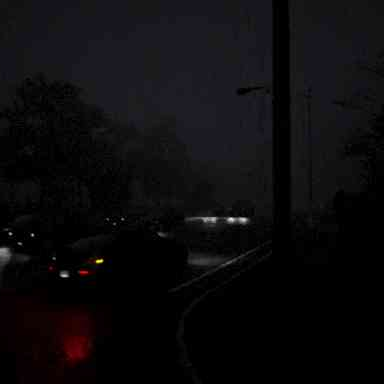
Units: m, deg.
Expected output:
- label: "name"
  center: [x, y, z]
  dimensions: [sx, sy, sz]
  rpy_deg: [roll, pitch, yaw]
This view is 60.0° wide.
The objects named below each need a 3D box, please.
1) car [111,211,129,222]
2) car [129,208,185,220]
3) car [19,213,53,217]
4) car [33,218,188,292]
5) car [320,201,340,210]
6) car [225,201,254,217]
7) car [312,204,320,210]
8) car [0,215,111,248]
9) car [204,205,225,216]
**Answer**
- label: "car"
  center: [-4.979, 2.181, 27.295]
  dimensions: [1.895, 1.301, 4.718]
  rpy_deg: [-1, -1, 25]
- label: "car"
  center: [-2.276, 1.999, 24.813]
  dimensions: [1.882, 1.535, 5.008]
  rpy_deg: [-1, -1, 25]
- label: "car"
  center: [-9.008, 1.927, 18.811]
  dimensions: [1.812, 1.442, 4.674]
  rpy_deg: [-1, -1, 26]
- label: "car"
  center: [-1.826, 1.715, 9.541]
  dimensions: [1.812, 1.442, 4.674]
  rpy_deg: [-1, -1, 27]
- label: "car"
  center: [33.266, 3.250, 80.253]
  dimensions: [2.150, 2.045, 5.566]
  rpy_deg: [-1, -2, 35]
- label: "car"
  center: [6.653, 2.215, 44.227]
  dimensions: [2.150, 2.045, 5.566]
  rpy_deg: [-1, -2, 25]
- label: "car"
  center: [30.452, 3.606, 82.341]
  dimensions: [2.128, 1.511, 4.902]
  rpy_deg: [-1, -2, 35]
- label: "car"
  center: [-6.397, 1.942, 16.220]
  dimensions: [1.895, 1.301, 4.718]
  rpy_deg: [-1, -1, 26]
- label: "car"
  center: [3.257, 2.509, 45.215]
  dimensions: [2.128, 1.511, 4.902]
  rpy_deg: [-1, -2, 25]
